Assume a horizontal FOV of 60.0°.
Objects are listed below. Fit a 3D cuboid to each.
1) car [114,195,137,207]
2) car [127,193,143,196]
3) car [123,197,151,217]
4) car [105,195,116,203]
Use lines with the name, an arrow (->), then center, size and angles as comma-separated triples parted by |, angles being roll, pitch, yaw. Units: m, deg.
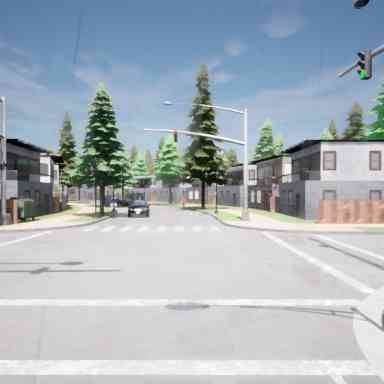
car -> -9.840, 1.566, 49.315 | 1.895, 1.301, 4.718 | 0, 0, -24
car -> -10.391, 1.187, 58.441 | 2.150, 2.045, 5.566 | 0, 0, -36
car -> -4.839, 1.457, 30.567 | 2.128, 1.511, 4.902 | 0, 0, -7
car -> -16.507, 1.318, 66.785 | 2.097, 1.767, 4.553 | 0, 0, -45
